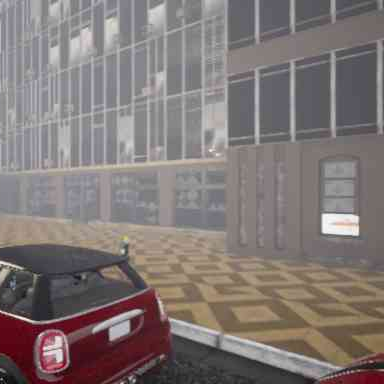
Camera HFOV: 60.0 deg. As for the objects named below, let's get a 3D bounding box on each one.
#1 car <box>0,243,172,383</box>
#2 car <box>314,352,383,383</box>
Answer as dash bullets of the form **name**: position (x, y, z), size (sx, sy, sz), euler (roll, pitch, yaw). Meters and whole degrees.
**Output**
- **car**: position (-2.319, 1.435, 4.529), size (4.097, 1.590, 1.967), euler (0, 0, 35)
- **car**: position (2.316, 1.442, 1.225), size (4.097, 1.590, 1.967), euler (0, 0, 35)
